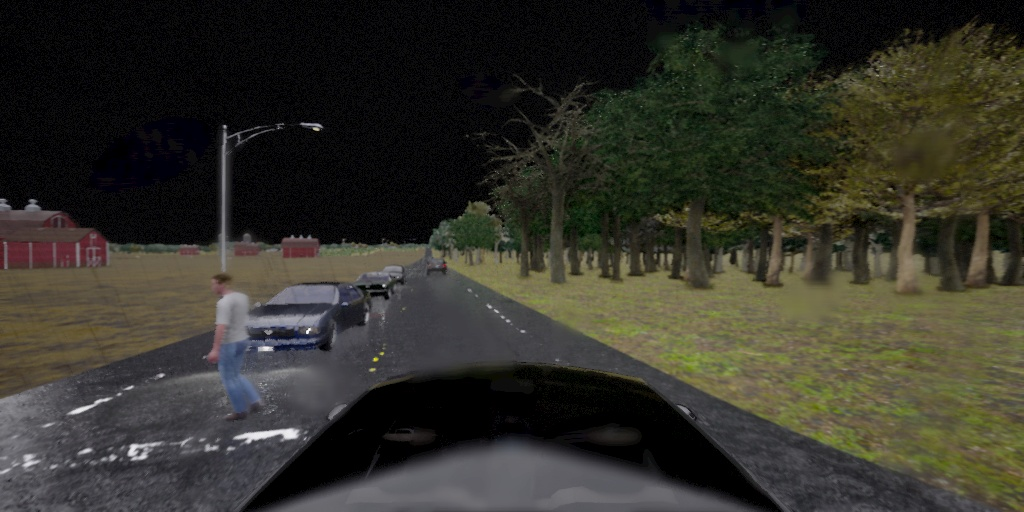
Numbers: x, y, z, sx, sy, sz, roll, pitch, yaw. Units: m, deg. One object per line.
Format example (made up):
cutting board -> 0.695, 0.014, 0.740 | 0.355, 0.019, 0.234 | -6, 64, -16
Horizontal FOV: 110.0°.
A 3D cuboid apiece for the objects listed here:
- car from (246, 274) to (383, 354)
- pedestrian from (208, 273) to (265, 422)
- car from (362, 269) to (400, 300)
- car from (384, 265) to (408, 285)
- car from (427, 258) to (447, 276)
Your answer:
car -> -5.063, 1.389, 9.394 | 2.033, 1.411, 5.357 | 0, -1, -9
pedestrian -> -3.418, 1.082, 4.409 | 0.375, 1.860, 0.375 | -2, 2, -13
car -> -7.300, 1.536, 19.076 | 1.895, 1.301, 4.718 | 0, 0, -13
car -> -9.553, 1.520, 29.002 | 1.837, 1.490, 4.892 | 0, 0, -13
car -> -8.962, 1.310, 43.003 | 2.150, 2.045, 5.566 | 0, 0, -13
